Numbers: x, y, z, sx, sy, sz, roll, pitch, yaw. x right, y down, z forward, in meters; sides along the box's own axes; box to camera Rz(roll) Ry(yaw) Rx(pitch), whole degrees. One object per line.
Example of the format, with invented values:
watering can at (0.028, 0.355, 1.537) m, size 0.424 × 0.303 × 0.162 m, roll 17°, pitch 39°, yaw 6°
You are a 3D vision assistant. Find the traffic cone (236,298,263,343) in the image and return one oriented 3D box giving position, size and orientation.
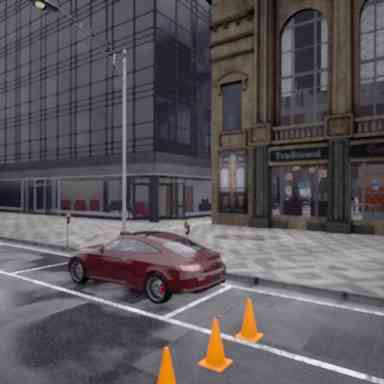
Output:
traffic cone at (0.888, 1.955, 5.181) m, size 0.340 × 0.580 × 0.340 m, roll 0°, pitch 0°, yaw 36°

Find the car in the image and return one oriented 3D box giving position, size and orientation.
car at (-1.198, 1.582, 7.942) m, size 4.206 × 1.307 × 1.802 m, roll 0°, pitch 0°, yaw 36°

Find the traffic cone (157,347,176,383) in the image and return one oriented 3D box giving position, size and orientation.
traffic cone at (-0.274, 1.955, 3.554) m, size 0.340 × 0.580 × 0.340 m, roll 0°, pitch 0°, yaw 36°

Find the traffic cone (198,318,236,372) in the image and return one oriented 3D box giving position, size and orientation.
traffic cone at (0.307, 1.955, 4.368) m, size 0.340 × 0.580 × 0.340 m, roll 0°, pitch 0°, yaw 36°
